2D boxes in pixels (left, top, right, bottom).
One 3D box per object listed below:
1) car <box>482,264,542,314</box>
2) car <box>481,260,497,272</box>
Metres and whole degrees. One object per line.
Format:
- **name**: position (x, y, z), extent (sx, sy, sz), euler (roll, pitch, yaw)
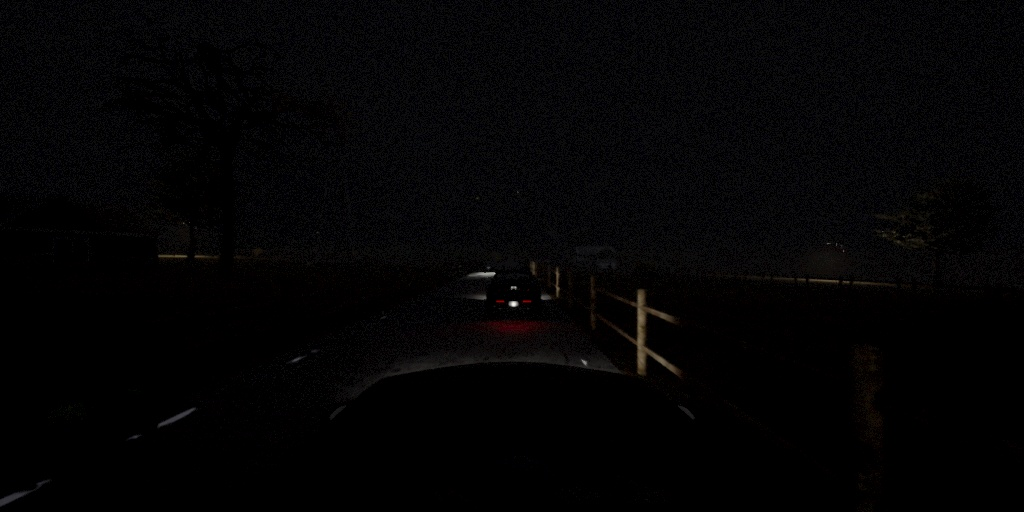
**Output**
- **car**: position (0.068, 1.230, 13.531), extent (1.837, 1.490, 4.892), euler (0, 0, 0)
- **car**: position (-2.845, 1.268, 45.688), extent (2.128, 1.511, 4.902), euler (0, 0, 0)
